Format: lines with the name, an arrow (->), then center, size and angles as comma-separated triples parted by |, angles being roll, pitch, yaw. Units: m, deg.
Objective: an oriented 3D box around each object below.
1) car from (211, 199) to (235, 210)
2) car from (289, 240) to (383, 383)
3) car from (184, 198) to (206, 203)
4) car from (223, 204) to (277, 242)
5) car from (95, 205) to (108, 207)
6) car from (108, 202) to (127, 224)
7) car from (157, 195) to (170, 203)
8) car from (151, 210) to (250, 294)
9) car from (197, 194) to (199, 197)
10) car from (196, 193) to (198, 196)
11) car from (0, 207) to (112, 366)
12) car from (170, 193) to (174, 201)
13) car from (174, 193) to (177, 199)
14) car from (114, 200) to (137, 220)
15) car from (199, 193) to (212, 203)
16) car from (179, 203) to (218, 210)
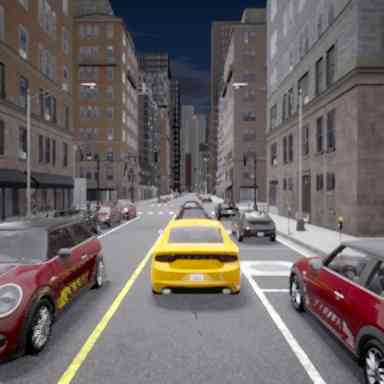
car -> 2.818, 1.487, 26.941 | 1.947, 1.339, 4.313 | 0, 0, 0
car -> 2.848, 1.425, 4.935 | 1.967, 1.590, 4.097 | 0, 0, 0
car -> -0.038, 1.447, 26.664 | 1.812, 1.442, 4.674 | 0, 0, 1
car -> 2.833, 1.503, 15.939 | 2.008, 1.369, 4.403 | 0, 0, 0
car -> -5.692, 1.518, 15.927 | 1.947, 1.339, 4.313 | 0, 0, 0
car -> -5.700, 1.518, 21.428 | 1.802, 1.307, 4.206 | 0, 0, 0
car -> -5.725, 1.430, 64.032 | 1.802, 1.307, 4.206 | 0, 0, 0
car -> 0.082, 1.451, 8.733 | 1.882, 1.535, 5.008 | 0, 0, 0
car -> 2.805, 1.388, 74.849 | 2.008, 1.369, 4.403 | 0, 0, 0
car -> 2.808, 1.273, 85.667 | 1.967, 1.590, 4.097 | 0, 0, 0
car -> -3.106, 1.333, 6.002 | 2.097, 1.767, 4.553 | 0, 0, 0
car -> -5.720, 1.387, 74.849 | 2.008, 1.369, 4.403 | 0, 0, 0
car -> -5.714, 1.360, 90.905 | 1.752, 1.417, 4.829 | 0, 0, 0
car -> -5.708, 1.361, 26.929 | 1.967, 1.590, 4.097 | 0, 0, 0
car -> 2.800, 1.288, 64.031 | 1.967, 1.590, 4.097 | 0, 0, 0
car -> 0.081, 1.510, 17.854 | 1.994, 1.385, 4.181 | 0, 0, -1
